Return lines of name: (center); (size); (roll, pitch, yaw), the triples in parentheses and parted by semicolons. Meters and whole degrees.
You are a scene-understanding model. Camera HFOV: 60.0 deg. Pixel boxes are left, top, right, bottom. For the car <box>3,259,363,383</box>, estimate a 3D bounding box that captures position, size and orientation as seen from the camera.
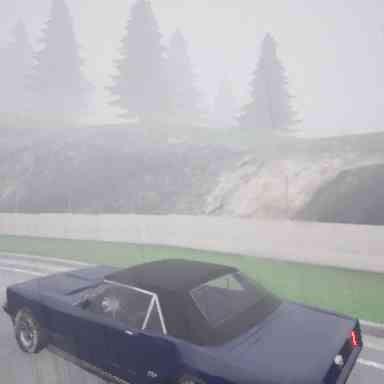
car: (-0.516, 1.595, 4.379); (4.718, 1.301, 1.895); (0, 0, 36)
